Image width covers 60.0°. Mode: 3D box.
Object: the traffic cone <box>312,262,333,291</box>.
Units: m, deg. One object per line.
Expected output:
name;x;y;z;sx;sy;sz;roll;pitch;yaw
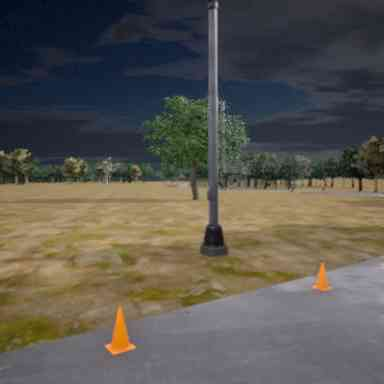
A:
traffic cone;3.020;1.924;7.688;0.340;0.580;0.340;0;0;-36

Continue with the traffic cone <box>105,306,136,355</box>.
traffic cone;-1.030;1.948;4.793;0.340;0.580;0.340;0;0;-36
